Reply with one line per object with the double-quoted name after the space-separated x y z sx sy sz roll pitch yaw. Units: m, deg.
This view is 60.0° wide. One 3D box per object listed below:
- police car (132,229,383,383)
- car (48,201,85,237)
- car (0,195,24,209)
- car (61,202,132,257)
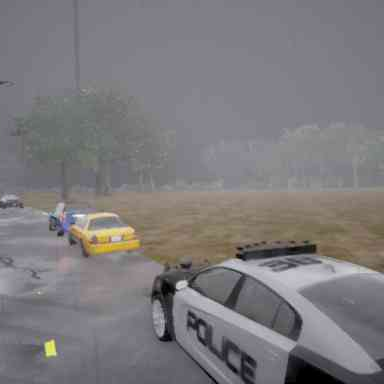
0.952 1.436 4.131 1.930 1.638 5.238 0 0 -26 "police car"
-6.584 1.299 18.292 2.097 1.767 4.553 -2 1 -30 "car"
-20.187 1.077 37.121 1.812 1.442 4.674 0 2 -37 "car"
-3.716 1.468 13.184 1.801 1.575 5.366 -3 3 -29 "car"
